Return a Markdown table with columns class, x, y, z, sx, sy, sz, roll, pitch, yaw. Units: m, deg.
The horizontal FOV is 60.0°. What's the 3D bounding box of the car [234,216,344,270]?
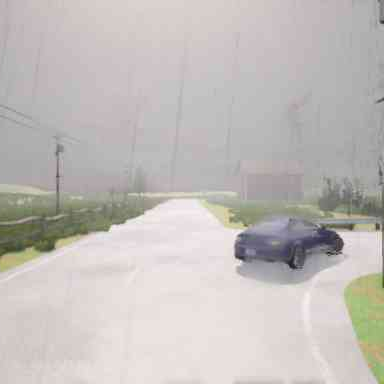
| class | x | y | z | sx | sy | sz | roll | pitch | yaw |
| --- | --- | --- | --- | --- | --- | --- | --- | --- | --- |
| car | 3.217 | 1.491 | 10.841 | 1.812 | 1.442 | 4.674 | -2 | -1 | 43 |
